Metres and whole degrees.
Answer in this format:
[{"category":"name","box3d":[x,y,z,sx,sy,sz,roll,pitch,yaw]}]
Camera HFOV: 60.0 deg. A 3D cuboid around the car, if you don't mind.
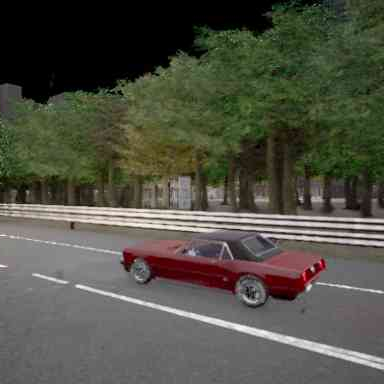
[{"category":"car","box3d":[0.502,1.605,7.893,4.718,1.301,1.895,0,0,34]}]
